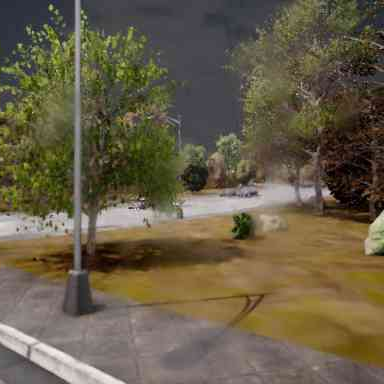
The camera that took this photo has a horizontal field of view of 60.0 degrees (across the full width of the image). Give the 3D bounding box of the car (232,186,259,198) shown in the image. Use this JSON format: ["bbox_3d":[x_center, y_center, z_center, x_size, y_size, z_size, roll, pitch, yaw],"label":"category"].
[{"bbox_3d":[9.048,-0.038,54.273,2.097,1.767,4.553,0,3,38],"label":"car"}]

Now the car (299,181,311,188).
[{"bbox_3d":[29.244,-1.928,86.283,2.097,1.767,4.553,0,3,8],"label":"car"}]

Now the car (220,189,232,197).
[{"bbox_3d":[6.425,0.177,56.596,1.994,1.385,4.181,0,3,38],"label":"car"}]

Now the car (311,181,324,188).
[{"bbox_3d":[32.451,-1.680,84.406,2.033,1.411,5.357,0,3,8],"label":"car"}]

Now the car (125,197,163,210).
[{"bbox_3d":[-4.835,0.853,36.877,2.150,2.045,5.566,0,2,38],"label":"car"}]
